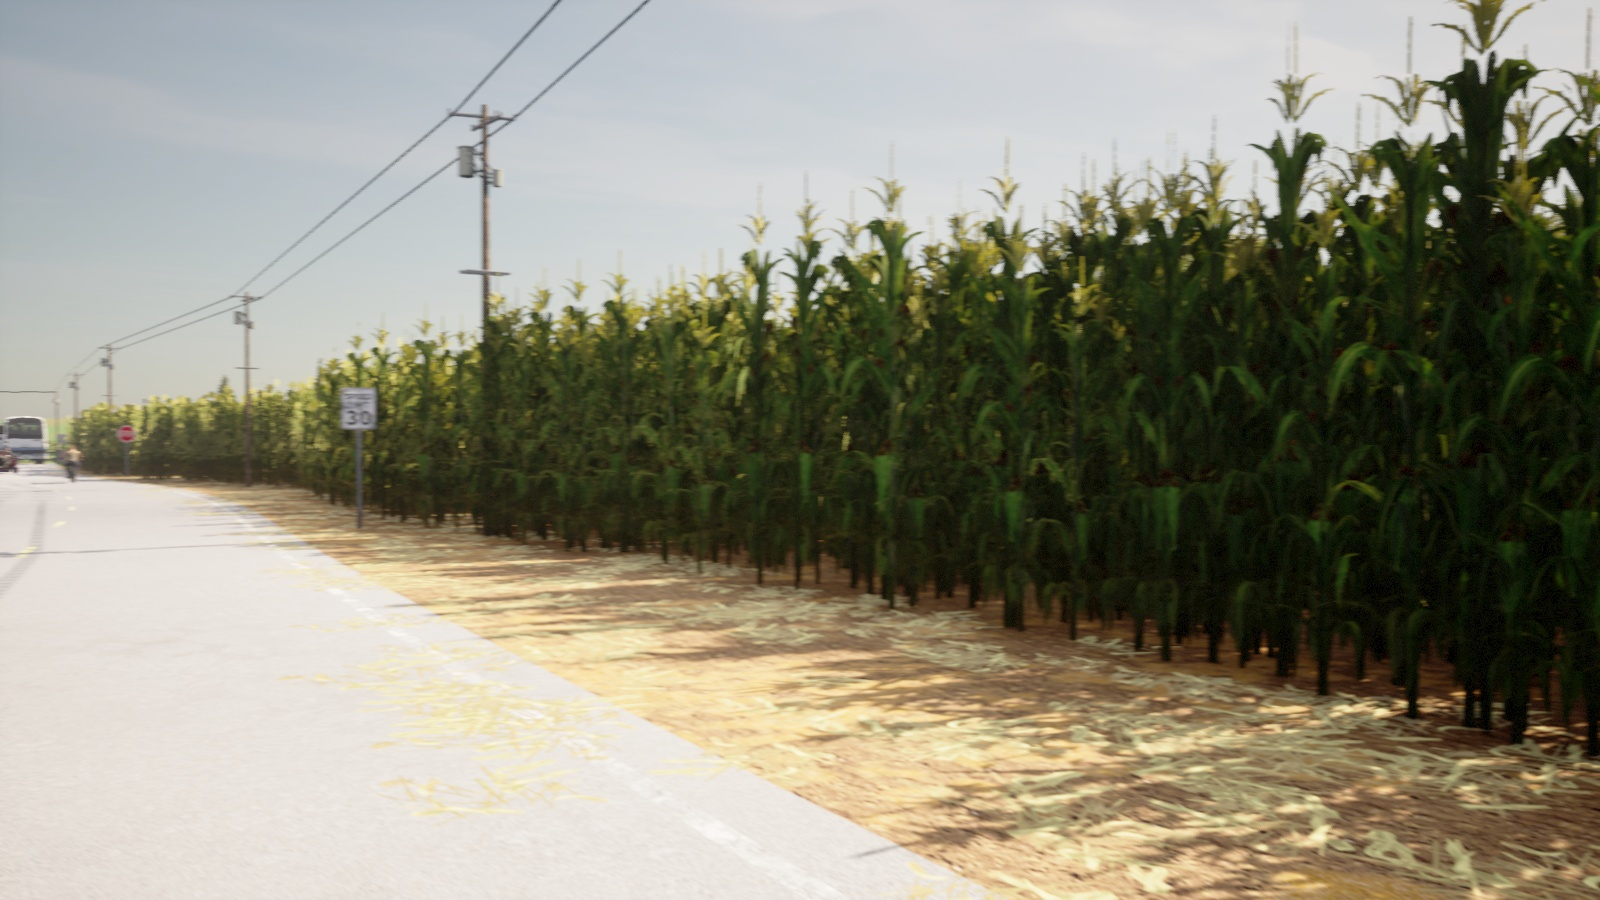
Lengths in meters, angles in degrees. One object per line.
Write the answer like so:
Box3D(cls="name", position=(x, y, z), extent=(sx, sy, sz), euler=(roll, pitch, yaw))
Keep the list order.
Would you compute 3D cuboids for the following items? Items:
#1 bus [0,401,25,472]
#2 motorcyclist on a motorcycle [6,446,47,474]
Box3D(cls="bus", position=(-51.318, -0.844, 79.297), extent=(3.944, 4.253, 10.273), euler=(0, 0, -31))
Box3D(cls="motorcyclist on a motorcycle", position=(-44.128, 0.577, 71.655), extent=(0.866, 1.530, 2.191), euler=(-2, 0, 1))
